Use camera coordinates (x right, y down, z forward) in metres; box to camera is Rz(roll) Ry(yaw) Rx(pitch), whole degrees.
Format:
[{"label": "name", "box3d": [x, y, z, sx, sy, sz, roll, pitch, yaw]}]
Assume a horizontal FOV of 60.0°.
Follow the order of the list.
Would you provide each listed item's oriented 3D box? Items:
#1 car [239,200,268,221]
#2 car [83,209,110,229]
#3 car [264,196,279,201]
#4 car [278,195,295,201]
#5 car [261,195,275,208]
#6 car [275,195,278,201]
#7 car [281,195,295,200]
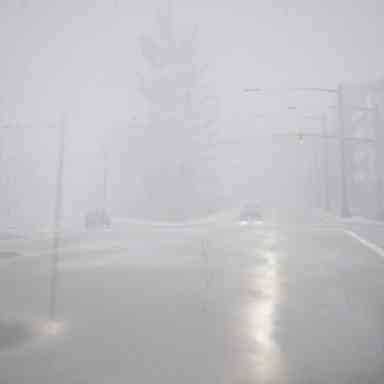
[{"label": "car", "box3d": [5.425, 1.720, 29.904, 2.033, 1.411, 5.357, -2, -1, 15]}, {"label": "car", "box3d": [-7.734, 2.119, 27.025, 2.128, 1.511, 4.902, -1, -1, -18]}, {"label": "car", "box3d": [21.138, 1.647, 88.062, 1.853, 1.218, 4.536, -3, -1, 40]}, {"label": "car", "box3d": [25.041, 1.640, 86.631, 2.038, 1.542, 4.974, -2, -1, -5]}, {"label": "car", "box3d": [11.867, 1.681, 53.552, 1.882, 1.535, 5.008, -2, -1, 15]}, {"label": "car", "box3d": [21.111, 1.805, 88.020, 2.038, 1.542, 4.974, -3, -1, 40]}, {"label": "car", "box3d": [25.031, 1.483, 86.685, 1.853, 1.218, 4.536, -2, -1, -5]}]
